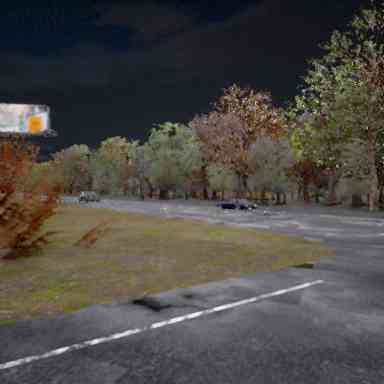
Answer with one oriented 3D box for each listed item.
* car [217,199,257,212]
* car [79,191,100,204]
[{"bbox_3d":[4.714,1.399,35.740,1.895,1.301,4.718,0,0,-34],"label":"car"},{"bbox_3d":[-17.002,0.875,55.095,2.150,2.045,5.566,0,1,-34],"label":"car"}]
